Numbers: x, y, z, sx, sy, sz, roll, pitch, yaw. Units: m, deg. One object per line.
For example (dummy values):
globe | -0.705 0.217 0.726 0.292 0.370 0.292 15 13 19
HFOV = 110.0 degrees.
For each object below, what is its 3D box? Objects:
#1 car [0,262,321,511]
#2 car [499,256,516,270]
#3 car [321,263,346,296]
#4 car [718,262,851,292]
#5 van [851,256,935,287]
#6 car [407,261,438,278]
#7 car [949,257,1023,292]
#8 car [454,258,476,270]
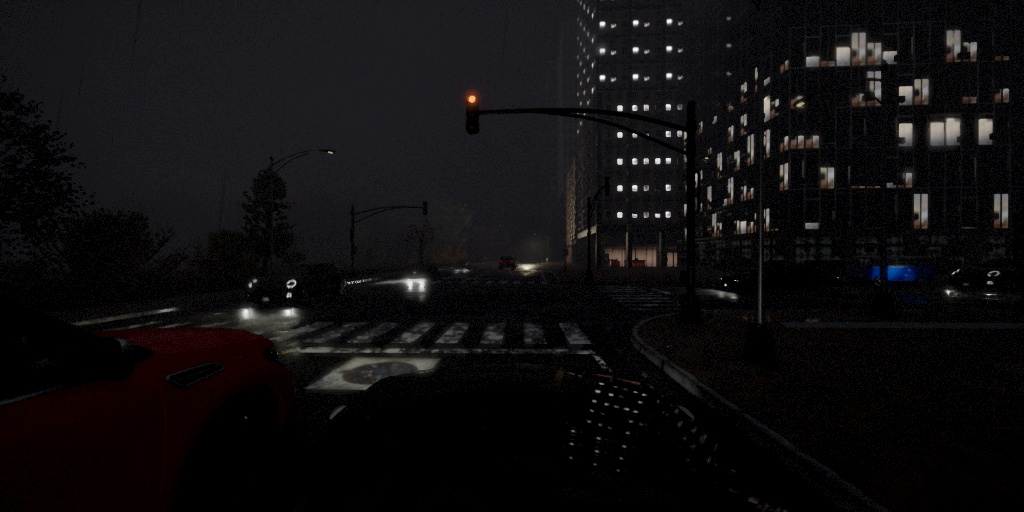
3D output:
car | -3.118 0.972 1.001 2.150 2.045 5.566 0 0 0
car | -0.616 0.970 52.924 2.150 2.045 5.566 0 0 4
car | -9.479 1.097 16.163 2.097 1.767 4.553 0 0 2
car | 14.041 1.138 18.939 5.357 1.411 2.033 0 0 4
van | 22.115 0.856 21.096 3.998 1.789 1.690 0 0 4
car | -8.467 1.235 34.331 2.128 1.511 4.902 0 0 4
car | 25.409 0.850 18.143 4.553 1.767 2.097 0 0 4
car | -7.268 1.295 53.822 2.033 1.411 5.357 0 0 4
